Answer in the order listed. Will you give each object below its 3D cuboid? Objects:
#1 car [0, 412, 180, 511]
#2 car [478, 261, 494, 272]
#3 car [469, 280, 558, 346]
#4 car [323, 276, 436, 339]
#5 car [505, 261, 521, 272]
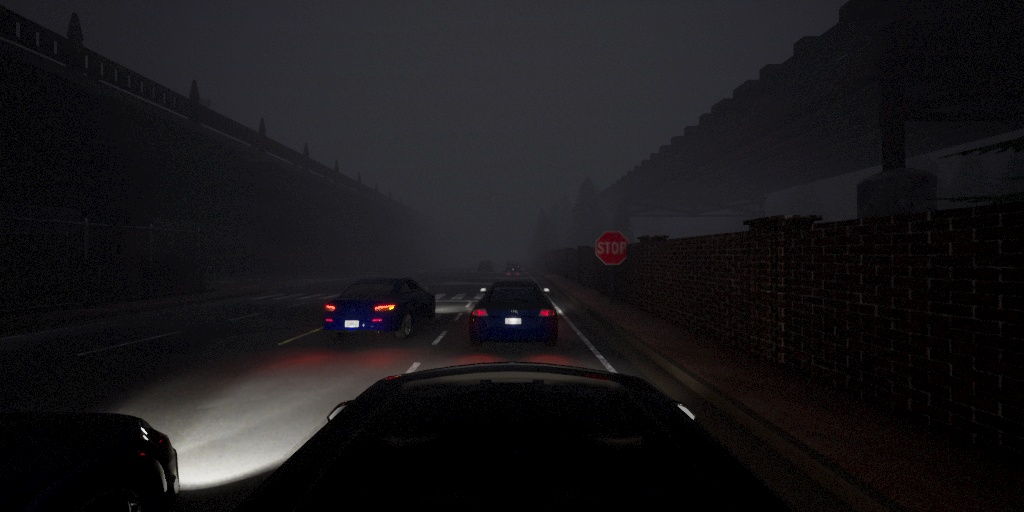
[{"bbox_3d":[-3.399,1.314,0.835,1.994,1.385,4.181,0,0,0],"label":"car"},{"bbox_3d":[-3.386,1.297,46.024,2.033,1.411,5.357,0,0,-1],"label":"car"},{"bbox_3d":[0.070,1.314,9.407,1.994,1.385,4.181,0,0,1],"label":"car"},{"bbox_3d":[-3.411,1.276,9.930,1.812,1.442,4.674,0,0,0],"label":"car"},{"bbox_3d":[0.109,1.351,46.211,1.895,1.301,4.718,0,0,-1],"label":"car"}]
